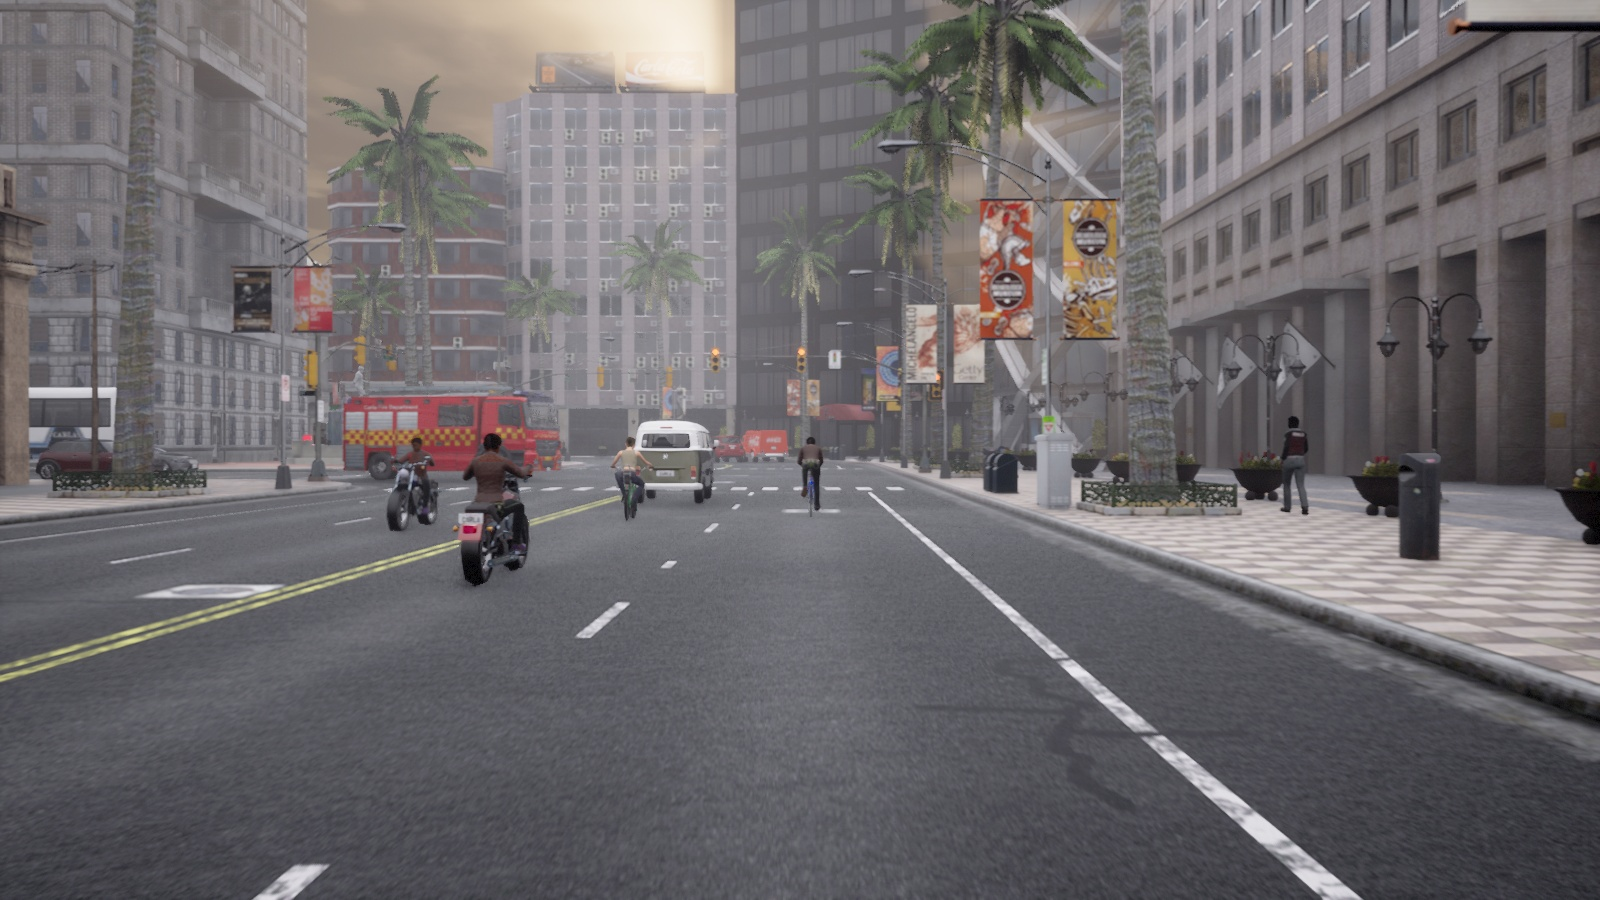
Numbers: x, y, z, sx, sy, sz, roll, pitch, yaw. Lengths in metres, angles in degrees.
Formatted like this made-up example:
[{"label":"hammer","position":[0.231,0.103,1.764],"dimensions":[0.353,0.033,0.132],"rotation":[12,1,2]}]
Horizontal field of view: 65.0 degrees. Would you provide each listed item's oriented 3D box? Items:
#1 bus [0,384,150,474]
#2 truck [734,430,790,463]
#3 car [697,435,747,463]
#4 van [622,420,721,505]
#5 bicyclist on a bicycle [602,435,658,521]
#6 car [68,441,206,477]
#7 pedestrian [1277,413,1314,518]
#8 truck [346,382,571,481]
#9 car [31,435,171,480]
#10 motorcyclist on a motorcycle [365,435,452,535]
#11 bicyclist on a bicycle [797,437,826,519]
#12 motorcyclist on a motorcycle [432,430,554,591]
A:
[{"label":"bus","position":[-38.174,-1.007,61.840],"dimensions":[10.273,4.253,3.944],"rotation":[0,0,0]},{"label":"truck","position":[-2.961,-0.290,97.064],"dimensions":[2.627,2.467,5.204],"rotation":[0,0,-23]},{"label":"car","position":[-5.969,-0.076,95.250],"dimensions":[2.150,2.045,5.566],"rotation":[0,0,-22]},{"label":"van","position":[-3.201,0.286,32.160],"dimensions":[2.069,2.038,4.480],"rotation":[0,0,0]},{"label":"bicyclist on a bicycle","position":[-3.277,0.545,24.330],"dimensions":[0.866,1.612,1.509],"rotation":[0,-1,0]},{"label":"car","position":[-28.880,0.372,54.793],"dimensions":[4.902,1.511,2.128],"rotation":[0,0,0]},{"label":"pedestrian","position":[9.193,0.279,23.304],"dimensions":[0.402,1.930,0.666],"rotation":[0,0,-2]},{"label":"truck","position":[-13.814,-0.716,50.911],"dimensions":[8.468,3.827,2.891],"rotation":[0,0,14]},{"label":"car","position":[-28.511,0.296,51.295],"dimensions":[4.553,1.767,2.097],"rotation":[0,0,1]},{"label":"motorcyclist on a motorcycle","position":[-6.797,0.568,21.924],"dimensions":[0.766,1.649,2.350],"rotation":[0,0,1]},{"label":"bicyclist on a bicycle","position":[0.237,0.554,25.753],"dimensions":[0.582,1.620,1.656],"rotation":[0,0,0]},{"label":"motorcyclist on a motorcycle","position":[-3.371,0.615,14.014],"dimensions":[0.766,1.649,2.350],"rotation":[0,0,1]}]
